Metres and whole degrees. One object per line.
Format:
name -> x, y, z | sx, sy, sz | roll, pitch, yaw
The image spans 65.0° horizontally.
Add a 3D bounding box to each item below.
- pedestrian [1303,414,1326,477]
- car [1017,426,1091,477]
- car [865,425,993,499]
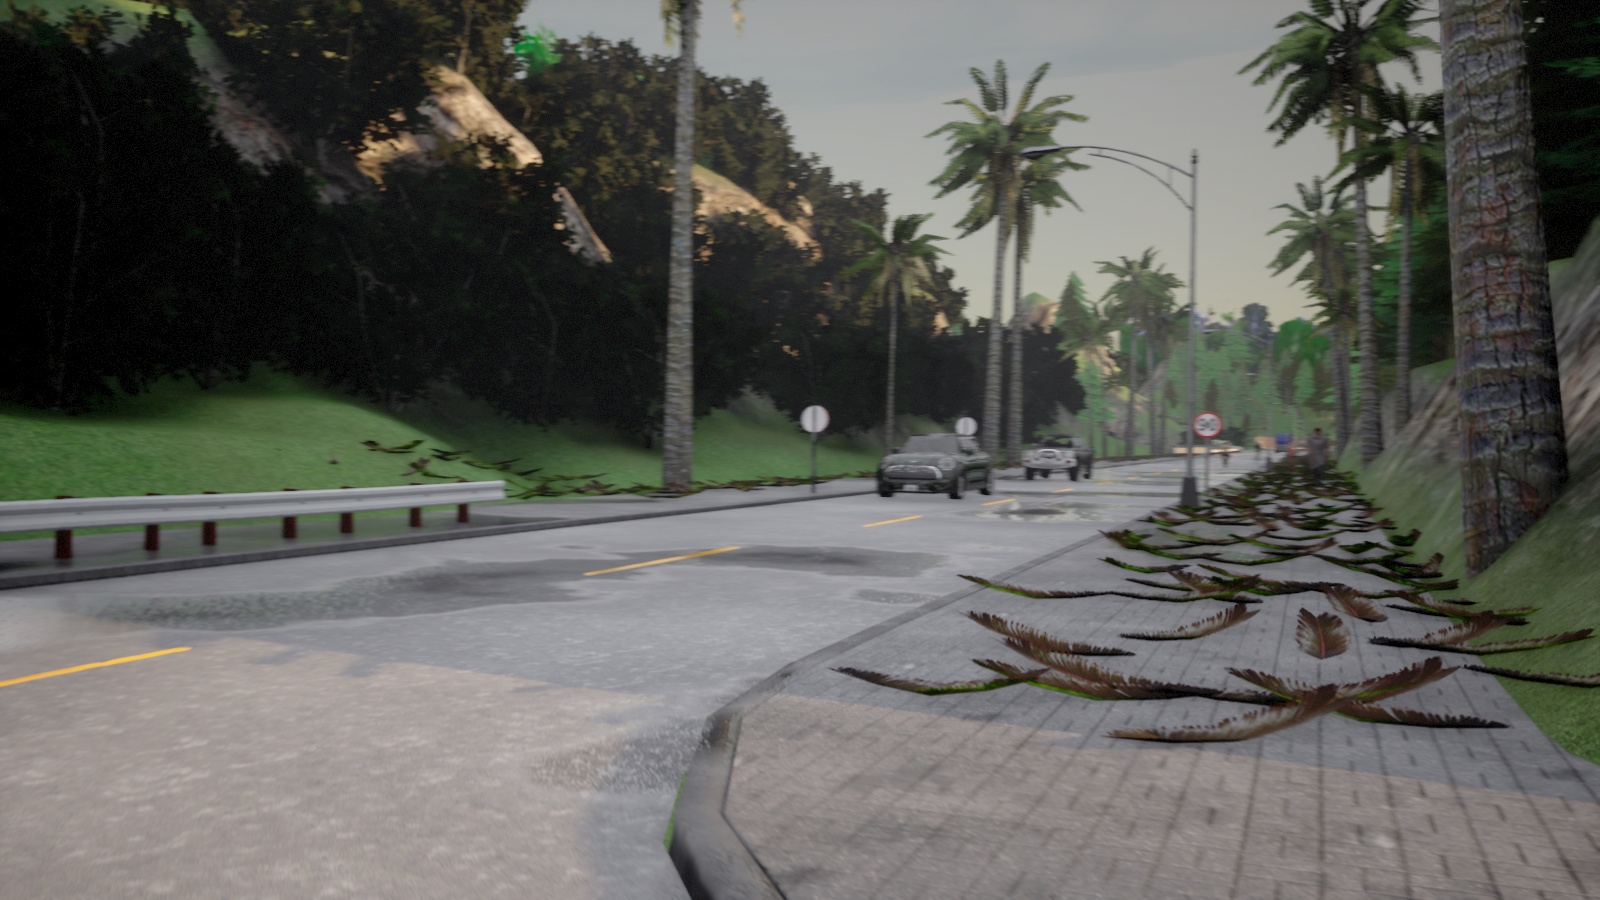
pedestrian -> 16.242, -0.140, 39.681 | 0.659, 1.952, 0.873 | 0, 1, 22
car -> 9.768, 0.054, 48.092 | 1.932, 1.855, 4.605 | 0, 0, 22
car -> 3.432, 0.273, 32.495 | 2.097, 1.767, 4.553 | 0, 1, 22
